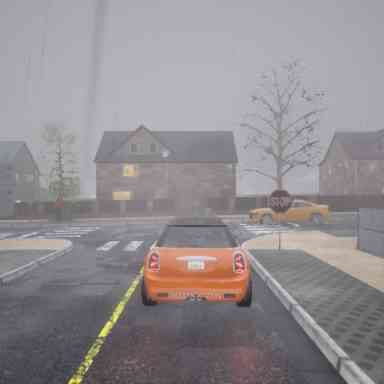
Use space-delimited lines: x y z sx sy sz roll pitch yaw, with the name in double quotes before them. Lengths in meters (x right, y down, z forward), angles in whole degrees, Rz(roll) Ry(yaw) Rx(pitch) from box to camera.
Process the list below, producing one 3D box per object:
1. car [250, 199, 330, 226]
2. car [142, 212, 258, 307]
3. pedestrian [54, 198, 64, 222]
"car" 6.192 1.261 21.367 5.008 1.535 1.882 -1 1 0
"car" 0.155 1.351 8.158 2.097 1.767 4.553 0 0 2
"pedestrian" -9.699 1.257 24.218 0.375 1.860 0.375 0 2 0
